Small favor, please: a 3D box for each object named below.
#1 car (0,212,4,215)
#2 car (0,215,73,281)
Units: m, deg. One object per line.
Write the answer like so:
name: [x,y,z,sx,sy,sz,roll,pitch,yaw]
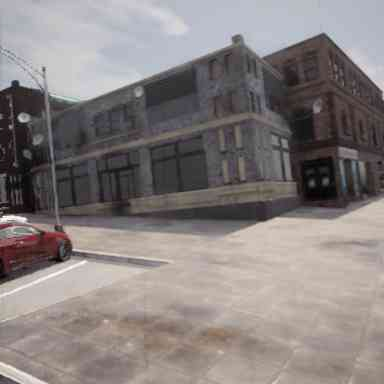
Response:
car: [-7.791,1.281,10.851,2.435,2.045,5.566,-1,0,13]
car: [-5.240,1.517,9.200,2.002,1.452,4.674,-2,0,13]
